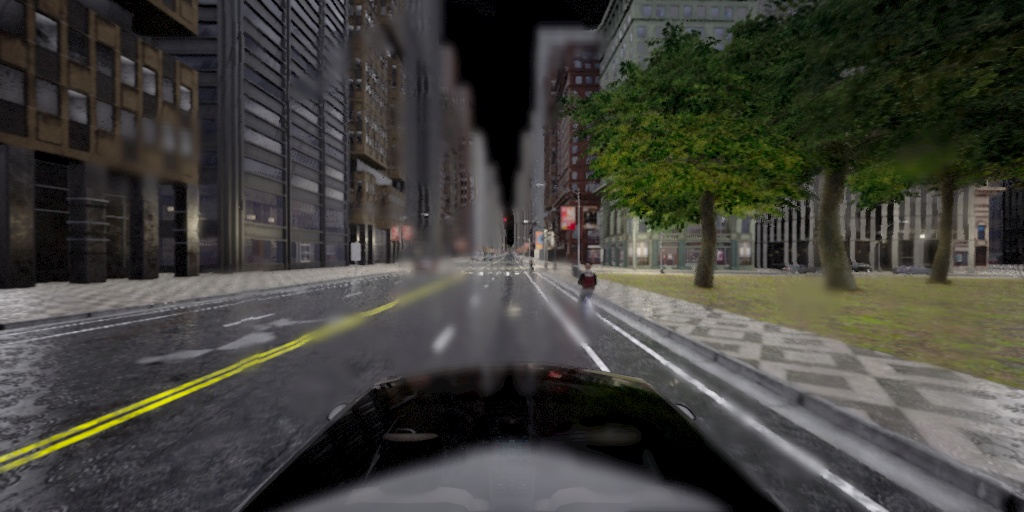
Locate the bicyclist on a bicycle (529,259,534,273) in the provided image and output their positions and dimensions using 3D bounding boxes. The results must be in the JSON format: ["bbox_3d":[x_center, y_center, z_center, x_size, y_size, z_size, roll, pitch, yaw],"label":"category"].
[{"bbox_3d":[2.251,1.167,41.586,0.582,1.620,1.656,0,0,0],"label":"bicyclist on a bicycle"}]

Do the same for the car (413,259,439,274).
[{"bbox_3d":[-9.748,1.129,40.781,2.097,1.767,4.553,0,0,0],"label":"car"}]

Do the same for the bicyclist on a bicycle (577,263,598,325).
[{"bbox_3d":[2.250,1.104,10.826,0.659,1.776,1.843,0,0,0],"label":"bicyclist on a bicycle"}]

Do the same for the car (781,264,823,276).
[{"bbox_3d":[38.813,1.890,48.011,4.902,1.511,2.128,1,0,-1],"label":"car"}]
